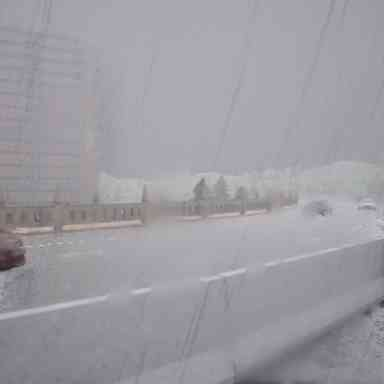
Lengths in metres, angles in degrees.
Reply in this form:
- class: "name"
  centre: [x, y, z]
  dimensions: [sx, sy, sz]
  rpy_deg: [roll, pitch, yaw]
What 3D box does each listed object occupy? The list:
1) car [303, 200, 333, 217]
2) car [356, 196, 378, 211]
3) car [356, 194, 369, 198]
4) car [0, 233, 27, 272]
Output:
- class: "car"
  centre: [12.185, 1.529, 31.998]
  dimensions: [1.837, 1.490, 4.892]
  rpy_deg: [0, 0, 34]
- class: "car"
  centre: [21.207, 1.534, 40.241]
  dimensions: [1.812, 1.442, 4.674]
  rpy_deg: [0, 0, 27]
- class: "car"
  centre: [33.203, 1.172, 64.004]
  dimensions: [2.097, 1.767, 4.553]
  rpy_deg: [0, 0, 12]
- class: "car"
  centre: [-6.581, 1.567, 8.016]
  dimensions: [4.674, 1.442, 1.812]
  rpy_deg: [0, 0, -36]
